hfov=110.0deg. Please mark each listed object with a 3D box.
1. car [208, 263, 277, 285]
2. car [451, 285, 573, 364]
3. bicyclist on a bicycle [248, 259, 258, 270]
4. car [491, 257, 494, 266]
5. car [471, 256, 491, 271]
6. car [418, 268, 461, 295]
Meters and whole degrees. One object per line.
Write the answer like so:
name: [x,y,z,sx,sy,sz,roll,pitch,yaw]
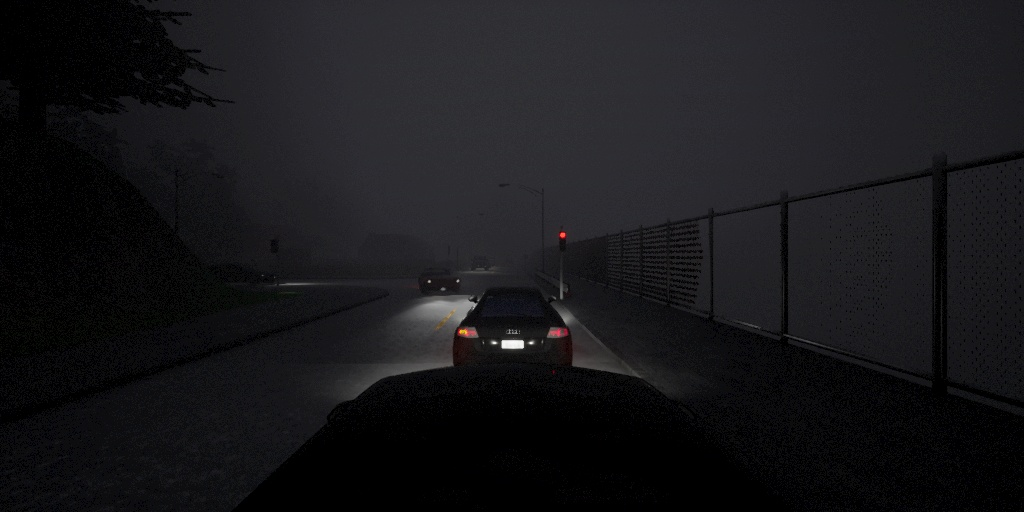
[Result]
car: [-18.909,1.254,24.925,4.892,1.490,1.837,0,0,0]
car: [0.018,1.314,7.464,1.994,1.385,4.181,0,0,0]
bicyclist on a bicycle: [-24.050,1.099,33.279,0.582,1.620,1.656,0,0,0]
car: [-4.556,1.276,60.514,1.812,1.442,4.674,0,0,0]
car: [-4.494,0.972,50.597,2.150,2.045,5.566,0,0,0]
car: [-4.129,1.351,20.132,1.895,1.301,4.718,0,0,-19]
